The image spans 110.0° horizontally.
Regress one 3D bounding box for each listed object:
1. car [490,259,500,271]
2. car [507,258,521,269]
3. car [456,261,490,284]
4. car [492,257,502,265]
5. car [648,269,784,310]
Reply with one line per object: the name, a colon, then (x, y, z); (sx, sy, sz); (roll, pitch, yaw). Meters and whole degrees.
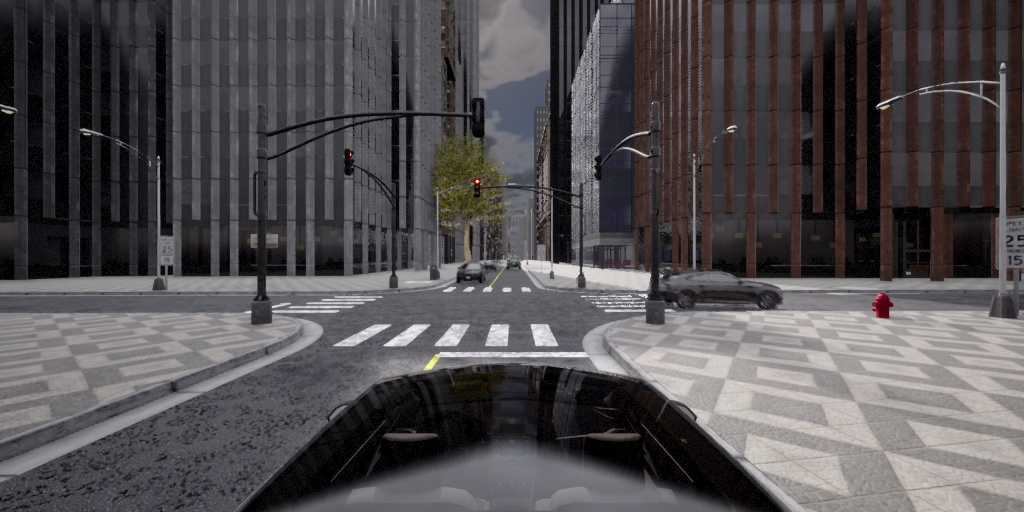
car: (-2.937, 1.354, 48.002); (1.895, 1.301, 4.718); (0, 0, 0)
car: (0.282, 1.105, 55.965); (2.097, 1.767, 4.553); (0, 0, 0)
car: (-3.016, 1.229, 27.221); (1.882, 1.535, 5.008); (0, 0, 0)
car: (-2.790, 0.921, 63.464); (1.994, 1.385, 4.181); (0, 0, 0)
car: (7.736, 1.242, 13.879); (4.674, 1.442, 1.812); (0, 0, 5)
